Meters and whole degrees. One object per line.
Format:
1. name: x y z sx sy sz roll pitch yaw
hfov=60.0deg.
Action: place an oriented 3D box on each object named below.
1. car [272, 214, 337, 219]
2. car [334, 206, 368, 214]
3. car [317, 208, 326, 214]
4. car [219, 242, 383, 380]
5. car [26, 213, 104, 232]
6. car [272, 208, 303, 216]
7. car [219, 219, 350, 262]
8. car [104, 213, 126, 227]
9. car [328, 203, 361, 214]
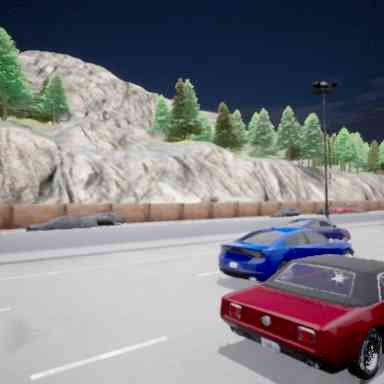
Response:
1. car: 6.156 2.048 16.937 4.674 1.442 1.812 1 -3 -37
2. car: 19.712 2.760 40.275 4.718 1.301 1.895 1 -2 -36
3. car: 22.766 3.216 55.515 4.181 1.385 1.994 1 -2 -36
4. car: 2.827 1.776 5.756 4.718 1.301 1.895 1 -3 -37
5. car: -10.290 2.637 26.763 5.357 1.411 2.033 1 -2 -37
6. car: 12.517 2.878 43.647 4.892 1.490 1.837 0 -2 -36
7. car: 3.090 1.809 10.311 5.008 1.535 1.882 1 -3 -37
8. car: -8.854 2.753 32.182 4.902 1.511 2.128 1 -3 -37
9. car: 21.399 2.553 45.868 5.566 2.045 2.150 1 -2 -36
